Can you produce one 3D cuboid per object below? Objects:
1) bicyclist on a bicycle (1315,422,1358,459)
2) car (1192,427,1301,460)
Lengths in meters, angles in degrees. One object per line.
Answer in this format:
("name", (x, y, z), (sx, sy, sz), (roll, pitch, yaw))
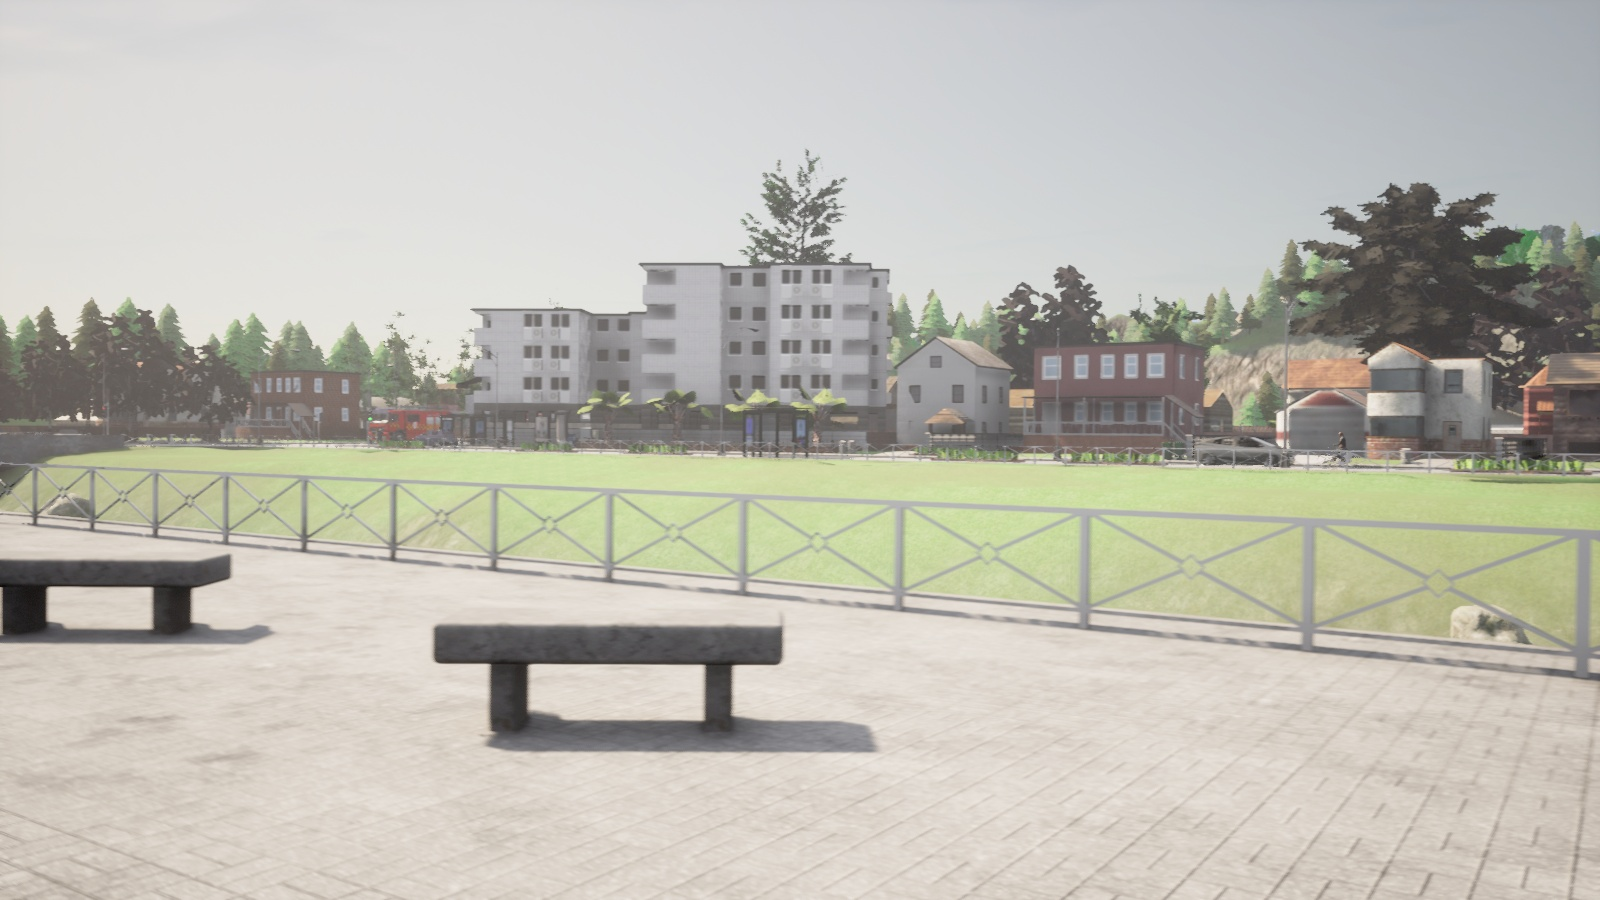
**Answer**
("bicyclist on a bicycle", (26.046, -0.466, 60.978), (1.843, 1.776, 0.659), (0, 1, 34))
("car", (21.125, -0.325, 59.448), (4.514, 1.525, 2.007), (0, 1, 34))
